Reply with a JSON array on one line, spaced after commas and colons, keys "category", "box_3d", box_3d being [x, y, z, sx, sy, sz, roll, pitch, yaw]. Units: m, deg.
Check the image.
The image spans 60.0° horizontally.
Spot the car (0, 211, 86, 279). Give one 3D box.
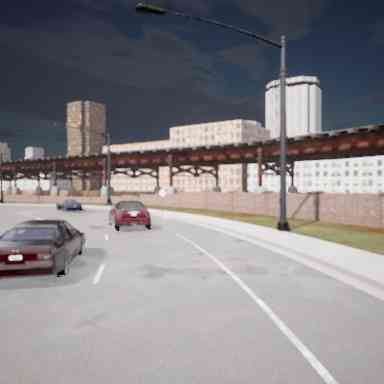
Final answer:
[{"category": "car", "box_3d": [-4.477, 1.542, 10.050, 2.033, 1.411, 5.357, 0, 0, -10]}]

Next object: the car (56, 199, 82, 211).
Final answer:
[{"category": "car", "box_3d": [-14.394, 1.544, 38.797, 1.994, 1.385, 4.181, -1, 1, -39]}]

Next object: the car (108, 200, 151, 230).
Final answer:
[{"category": "car", "box_3d": [-3.996, 1.299, 20.853, 2.097, 1.767, 4.553, -1, 0, -20]}]
